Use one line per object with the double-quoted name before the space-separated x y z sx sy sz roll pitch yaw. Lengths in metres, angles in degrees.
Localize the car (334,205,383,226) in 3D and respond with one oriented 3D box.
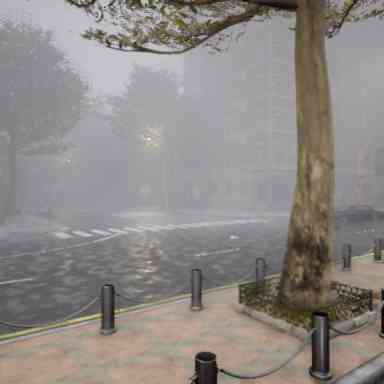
"car" 10.660 1.524 22.467 4.718 1.301 1.895 0 0 -19
